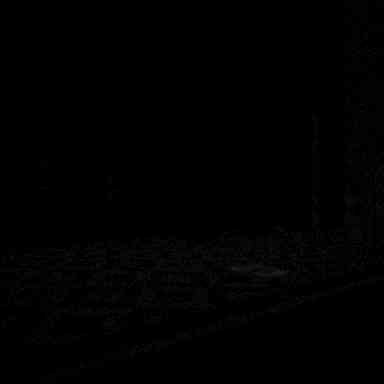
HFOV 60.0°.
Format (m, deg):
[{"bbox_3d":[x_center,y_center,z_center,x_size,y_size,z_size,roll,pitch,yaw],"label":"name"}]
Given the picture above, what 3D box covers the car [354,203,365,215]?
[{"bbox_3d":[16.827,1.505,29.694,2.008,1.369,4.403,1,0,-35],"label":"car"}]
